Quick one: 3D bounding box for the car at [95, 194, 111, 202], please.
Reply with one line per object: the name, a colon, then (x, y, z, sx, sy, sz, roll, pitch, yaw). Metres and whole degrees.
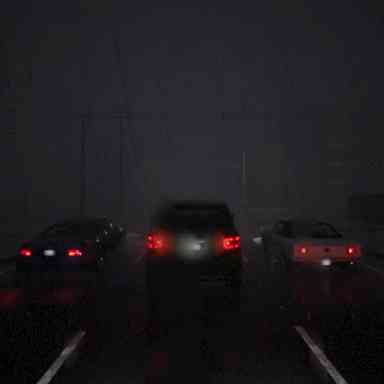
car: (-19.730, 1.368, 72.821, 1.994, 1.385, 4.181, 0, 0, 0)

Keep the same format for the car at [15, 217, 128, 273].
car: (-3.435, 1.520, 10.584, 2.033, 1.411, 5.357, 0, 0, 1)

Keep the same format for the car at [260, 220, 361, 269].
car: (3.570, 1.573, 11.028, 1.895, 1.301, 4.718, 0, 0, 1)

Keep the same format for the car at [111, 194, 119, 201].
car: (-19.719, 1.297, 80.273, 1.837, 1.490, 4.892, 0, 0, 0)

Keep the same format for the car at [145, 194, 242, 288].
car: (0.054, 1.198, 9.332, 2.150, 2.045, 5.566, 0, 0, 1)

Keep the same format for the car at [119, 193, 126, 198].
car: (-19.704, 1.052, 92.023, 1.895, 1.301, 4.718, 0, 0, 0)
